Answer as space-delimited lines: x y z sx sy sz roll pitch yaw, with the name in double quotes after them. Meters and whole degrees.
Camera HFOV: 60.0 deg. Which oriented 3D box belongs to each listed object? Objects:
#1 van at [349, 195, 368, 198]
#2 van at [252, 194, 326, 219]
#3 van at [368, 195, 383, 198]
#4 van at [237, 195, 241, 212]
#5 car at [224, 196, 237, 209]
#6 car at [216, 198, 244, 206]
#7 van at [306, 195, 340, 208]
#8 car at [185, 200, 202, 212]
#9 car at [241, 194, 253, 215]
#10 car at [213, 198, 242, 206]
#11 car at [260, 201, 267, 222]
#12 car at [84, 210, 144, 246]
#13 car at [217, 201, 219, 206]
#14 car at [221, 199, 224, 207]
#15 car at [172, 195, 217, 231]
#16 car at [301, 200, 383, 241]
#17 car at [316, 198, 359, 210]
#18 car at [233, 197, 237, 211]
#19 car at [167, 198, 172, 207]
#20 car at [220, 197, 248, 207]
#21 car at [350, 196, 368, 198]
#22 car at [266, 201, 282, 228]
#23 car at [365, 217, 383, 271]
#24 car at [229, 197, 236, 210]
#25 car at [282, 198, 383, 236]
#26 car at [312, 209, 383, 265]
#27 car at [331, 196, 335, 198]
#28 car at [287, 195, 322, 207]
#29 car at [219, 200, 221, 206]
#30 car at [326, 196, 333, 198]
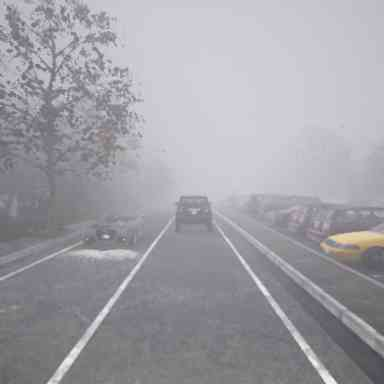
20.300 1.330 37.862 4.442 1.987 1.878 0 -1 0 "van"
6.955 1.208 24.204 4.442 1.987 1.878 0 0 0 "van"
20.053 1.256 32.324 4.442 1.987 1.878 0 -1 0 "van"
6.974 1.259 32.516 4.442 1.987 1.878 0 -1 0 "van"
7.122 1.633 43.616 5.008 1.535 2.097 0 -1 0 "car"
7.167 1.920 63.039 4.892 1.521 2.231 0 -1 0 "car"
20.331 1.515 51.712 4.442 1.987 1.878 0 -1 0 "van"
0.140 1.690 41.755 1.994 1.385 4.181 0 -1 0 "car"
7.106 1.175 26.980 5.566 2.045 2.435 0 0 0 "car"
6.982 1.977 65.808 5.366 1.575 1.946 0 -1 0 "car"
7.068 1.481 21.428 4.674 1.452 2.002 0 0 0 "car"
-3.342 1.531 14.892 1.994 1.385 4.181 0 0 0 "car"
7.113 1.531 54.723 5.566 2.045 2.435 0 -1 0 "car"
7.132 1.748 49.168 4.674 1.452 2.002 0 -1 0 "car"
0.112 1.199 20.622 2.150 2.045 5.566 0 0 0 "car"
7.014 1.338 13.099 4.553 1.767 2.185 0 0 0 "car"
20.197 1.668 46.295 5.008 1.535 2.097 0 -1 0 "car"
7.100 1.562 35.288 4.674 1.452 2.002 0 -1 0 "car"
-3.233 1.831 57.643 1.882 1.535 5.008 0 -1 1 "car"
7.179 1.696 57.493 4.553 1.767 2.185 0 -1 0 "car"
19.992 1.516 35.089 5.366 1.575 1.946 0 -1 0 "car"
7.053 1.448 18.652 5.008 1.535 2.097 0 0 0 "car"
7.027 1.480 7.547 4.892 1.521 2.231 0 0 0 "car"
7.073 1.589 38.065 4.792 1.488 2.163 0 -1 0 "car"
7.021 1.331 15.875 4.553 1.767 2.185 0 0 0 "car"
6.854 1.468 10.324 5.366 1.575 1.946 0 0 0 "car"
20.183 1.594 40.629 4.892 1.521 2.231 0 -1 0 "car"
20.262 1.609 60.019 5.566 2.045 2.435 0 -1 0 "car"
7.165 1.775 51.943 4.792 1.488 2.163 0 -1 0 "car"
20.190 1.630 43.399 5.008 1.535 2.097 0 -1 0 "car"
